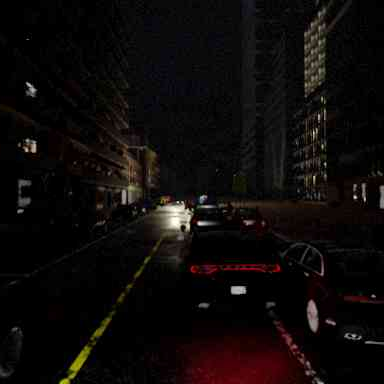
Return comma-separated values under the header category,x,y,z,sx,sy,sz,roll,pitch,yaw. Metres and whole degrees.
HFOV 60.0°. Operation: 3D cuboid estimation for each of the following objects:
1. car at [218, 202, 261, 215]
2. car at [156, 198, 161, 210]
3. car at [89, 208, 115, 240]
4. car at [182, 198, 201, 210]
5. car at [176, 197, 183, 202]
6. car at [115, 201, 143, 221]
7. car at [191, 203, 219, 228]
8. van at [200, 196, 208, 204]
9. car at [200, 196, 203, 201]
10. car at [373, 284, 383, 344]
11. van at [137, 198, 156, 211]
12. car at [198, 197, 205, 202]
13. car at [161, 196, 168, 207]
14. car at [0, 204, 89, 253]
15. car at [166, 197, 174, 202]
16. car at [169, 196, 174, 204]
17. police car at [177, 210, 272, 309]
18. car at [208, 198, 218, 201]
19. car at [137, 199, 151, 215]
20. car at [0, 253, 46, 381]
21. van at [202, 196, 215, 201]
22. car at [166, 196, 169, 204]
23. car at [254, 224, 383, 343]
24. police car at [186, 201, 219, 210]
category,x,y,z,sx,sy,sz,roll,pitch,yaw
car,2.674,1.532,17.572,1.967,1.590,4.097,1,0,0
car,-5.752,1.765,45.237,1.752,1.417,4.829,1,0,0
car,-5.708,1.637,17.559,1.887,1.381,4.507,1,0,0
car,-0.054,1.842,45.605,1.895,1.301,4.718,0,0,0
car,-3.147,2.049,90.071,1.994,1.385,4.181,0,0,0
car,-5.726,1.717,28.698,1.947,1.339,4.313,1,0,0
car,0.860,1.632,24.116,1.837,1.490,4.892,0,0,0
van,2.584,1.732,73.269,1.690,1.788,3.998,1,0,0
car,2.608,1.882,56.558,1.802,1.307,4.206,1,0,0
car,2.700,1.556,0.864,2.008,1.369,4.403,1,0,0
van,-5.741,1.552,39.839,1.690,1.788,3.998,1,0,0
car,2.553,2.011,90.146,1.752,1.417,4.829,1,0,0
car,-5.771,1.851,56.545,2.008,1.369,4.403,1,0,0
car,-5.695,1.378,11.990,2.192,1.841,5.009,1,0,0
car,-5.827,2.030,89.963,1.887,1.381,4.507,1,0,0
car,-5.796,1.707,73.256,2.192,1.841,5.009,1,0,0
police car,0.671,1.468,8.212,1.930,1.638,5.238,0,0,-3
car,2.656,1.591,28.712,1.967,1.590,4.097,1,0,0
car,-5.735,1.732,34.267,2.008,1.369,4.403,1,0,0
car,-3.104,1.616,2.721,1.895,1.301,4.718,0,0,0
van,2.630,1.581,45.421,1.690,1.788,3.998,1,0,0
car,-5.780,1.855,61.946,1.752,1.417,4.829,1,0,0
car,2.691,1.585,6.432,2.008,1.369,4.403,1,0,0
police car,0.803,1.521,18.214,1.930,1.638,5.238,0,0,-1
